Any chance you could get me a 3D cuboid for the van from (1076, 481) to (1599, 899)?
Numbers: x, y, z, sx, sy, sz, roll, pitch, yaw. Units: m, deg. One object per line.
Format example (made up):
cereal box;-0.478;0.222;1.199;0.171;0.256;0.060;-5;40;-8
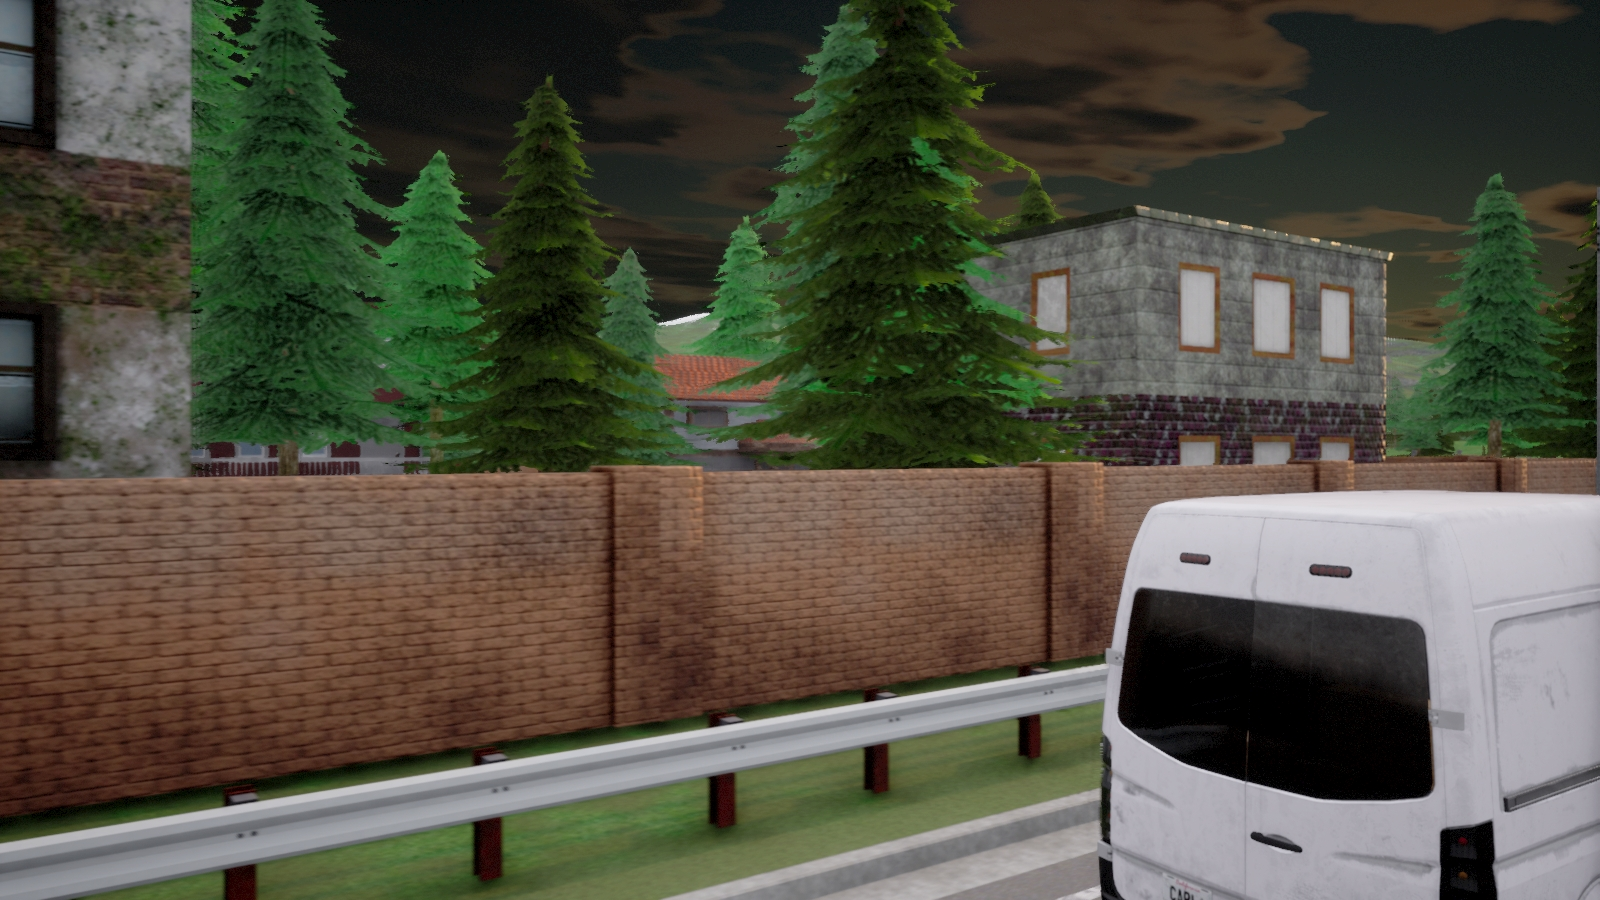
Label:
van;4.446;1.531;6.900;5.915;2.561;1.988;0;0;-35
